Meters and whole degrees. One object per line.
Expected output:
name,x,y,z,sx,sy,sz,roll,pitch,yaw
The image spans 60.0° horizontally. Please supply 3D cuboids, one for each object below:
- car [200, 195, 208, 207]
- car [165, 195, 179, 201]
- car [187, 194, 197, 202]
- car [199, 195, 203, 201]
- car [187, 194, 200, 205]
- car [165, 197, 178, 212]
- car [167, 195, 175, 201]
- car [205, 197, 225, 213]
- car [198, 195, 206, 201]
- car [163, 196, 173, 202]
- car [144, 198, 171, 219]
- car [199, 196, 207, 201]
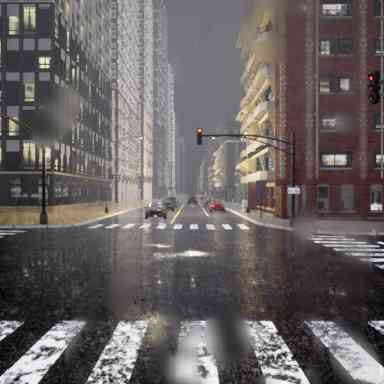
car,2.707,1.567,50.126,2.008,1.369,4.403,0,0,0
car,-3.038,1.521,49.912,1.837,1.490,4.892,0,0,0
car,0.023,1.218,69.781,2.097,1.767,4.553,0,0,0
car,2.709,1.571,55.774,2.008,1.369,4.403,0,0,0
car,0.019,1.548,59.808,1.812,1.442,4.674,0,0,0
car,-3.070,1.574,39.497,1.994,1.385,4.181,0,0,1
car,-5.662,1.595,89.669,1.887,1.381,4.507,0,0,0
car,2.754,1.591,37.209,1.802,1.307,4.206,0,0,0
car,2.718,1.491,89.666,1.967,1.590,4.097,0,0,0
car,-5.665,1.589,78.371,2.008,1.369,4.403,0,0,0
car,-3.109,1.553,29.463,2.033,1.411,5.357,0,0,-3
car,2.716,1.626,84.017,1.802,1.307,4.206,0,0,0
